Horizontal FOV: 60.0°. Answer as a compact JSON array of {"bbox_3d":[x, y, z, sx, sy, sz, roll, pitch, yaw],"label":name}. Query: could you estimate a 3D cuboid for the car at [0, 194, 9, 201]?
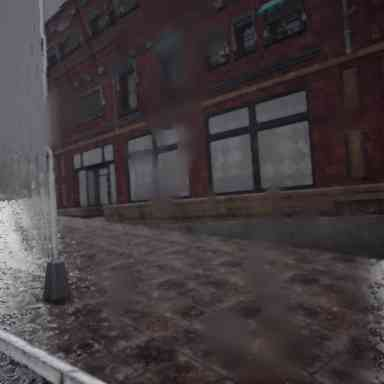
[{"bbox_3d":[-34.096,1.017,58.135,1.994,1.385,4.181,-5,2,3],"label":"car"}]
